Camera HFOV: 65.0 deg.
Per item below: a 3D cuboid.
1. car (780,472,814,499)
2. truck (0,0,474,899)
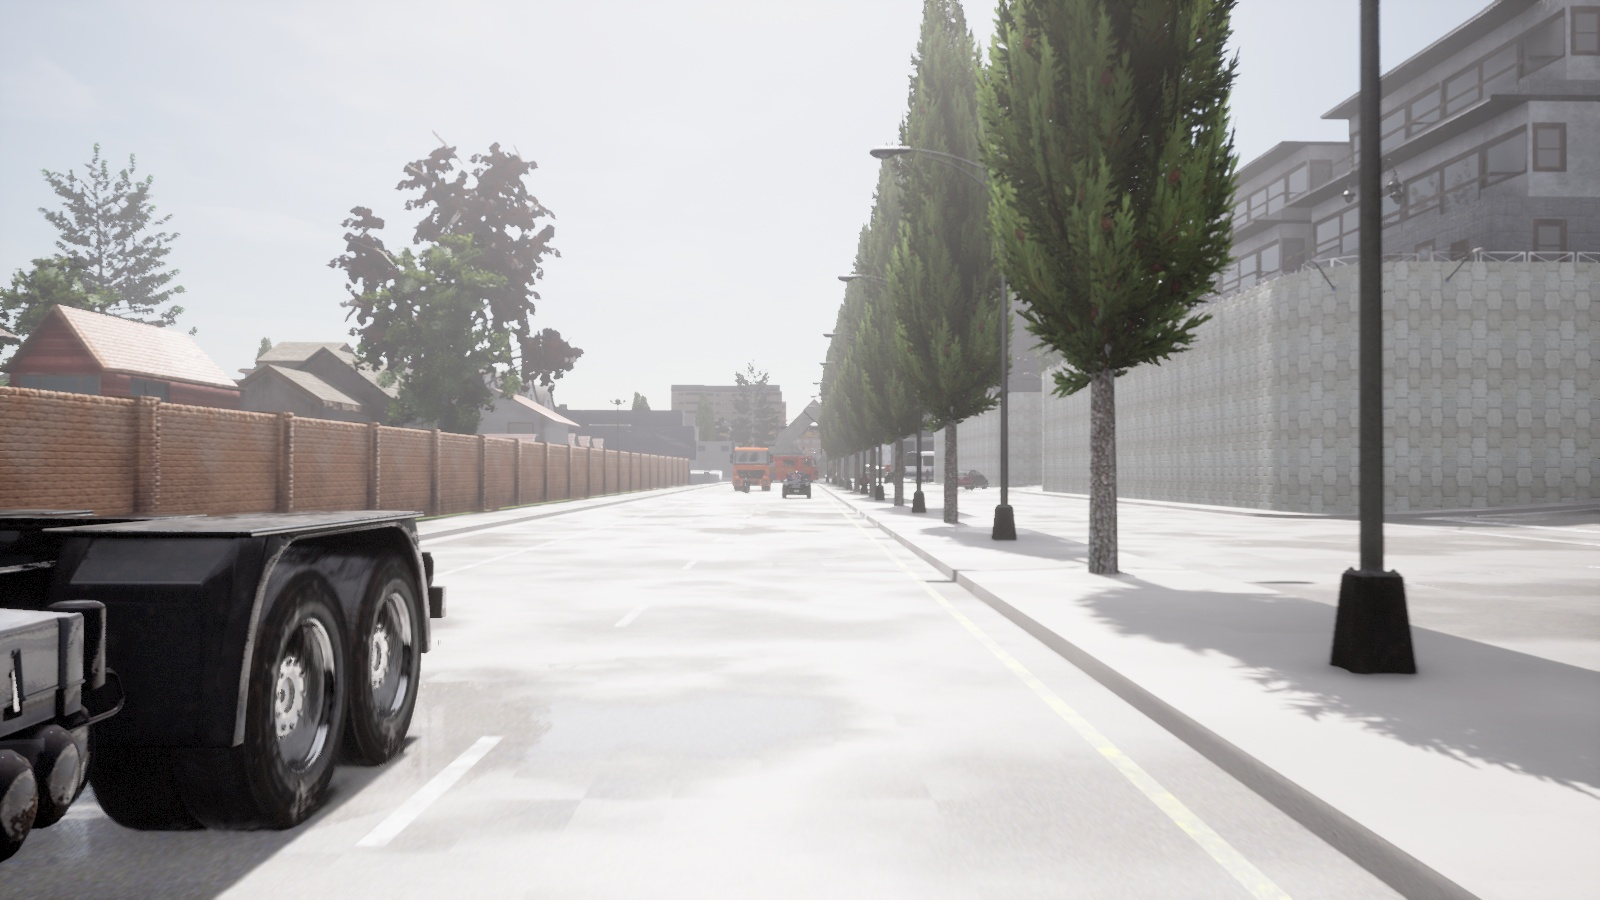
[{"bbox_3d":[-0.174,2.032,71.819,1.845,1.501,3.633,0,-1,0],"label":"car"},{"bbox_3d":[-3.514,-0.086,4.026,2.891,3.462,7.936,0,-1,0],"label":"truck"}]
